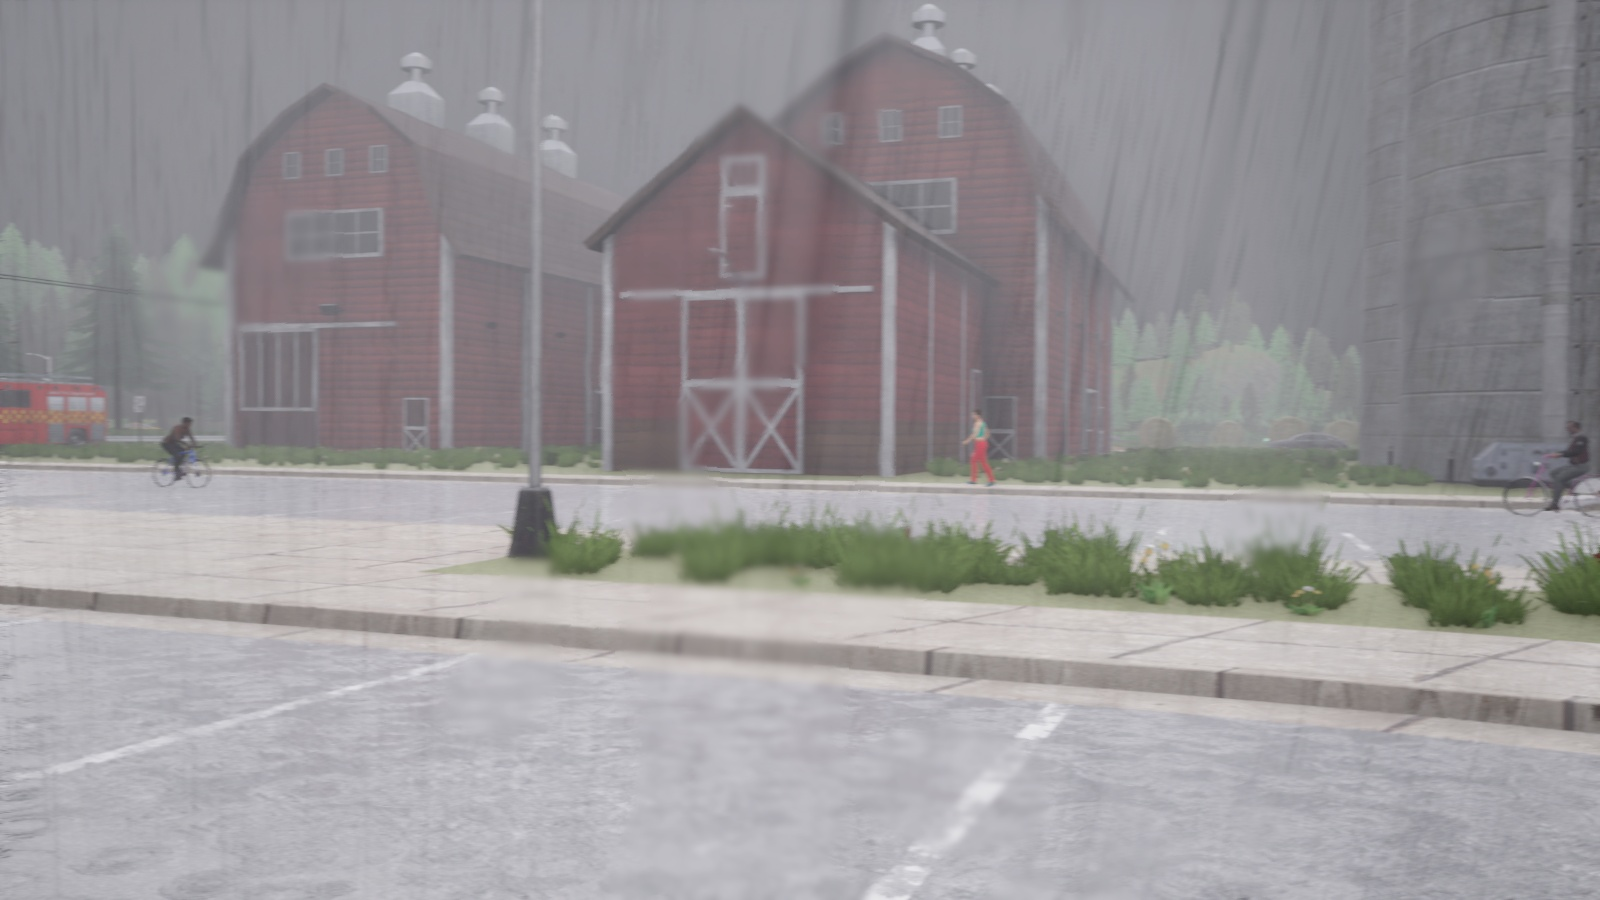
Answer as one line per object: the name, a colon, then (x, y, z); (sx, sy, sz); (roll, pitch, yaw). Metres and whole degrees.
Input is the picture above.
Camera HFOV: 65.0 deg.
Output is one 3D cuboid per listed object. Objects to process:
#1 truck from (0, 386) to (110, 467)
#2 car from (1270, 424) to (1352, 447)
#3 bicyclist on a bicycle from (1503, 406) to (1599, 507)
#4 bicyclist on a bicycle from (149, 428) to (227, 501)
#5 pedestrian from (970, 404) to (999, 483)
truck: (-38.597, -1.150, 61.606); (2.891, 3.827, 8.468); (0, 1, 20)
car: (33.435, -0.957, 82.271); (4.892, 1.490, 1.837); (0, 1, 19)
bicyclist on a bicycle: (13.725, 0.107, 22.521); (1.843, 1.776, 0.659); (0, 1, 19)
bicyclist on a bicycle: (-13.868, 0.320, 28.469); (1.656, 1.620, 0.582); (0, 1, 19)
pedestrian: (4.337, -0.148, 29.545); (0.594, 1.836, 0.345); (0, 1, 21)
